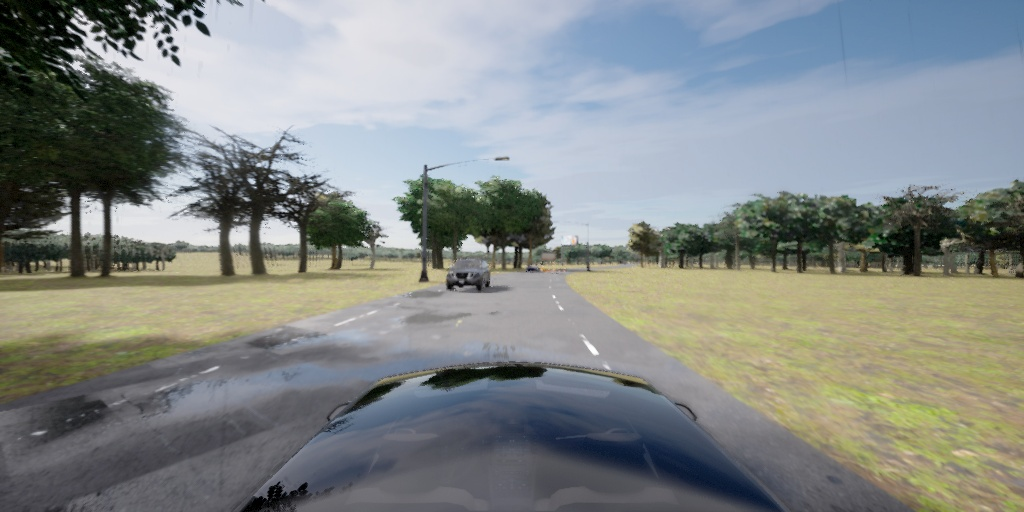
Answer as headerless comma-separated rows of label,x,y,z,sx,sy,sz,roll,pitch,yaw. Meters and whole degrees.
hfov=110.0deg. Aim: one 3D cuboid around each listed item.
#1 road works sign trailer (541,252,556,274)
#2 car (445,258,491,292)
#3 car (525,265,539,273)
road works sign trailer,6.025,1.115,59.201,2.380,3.560,2.880,0,0,13
car,-2.737,1.179,23.691,2.150,2.045,5.566,0,-1,4
car,3.678,2.317,64.578,1.895,1.301,4.718,0,-1,13
